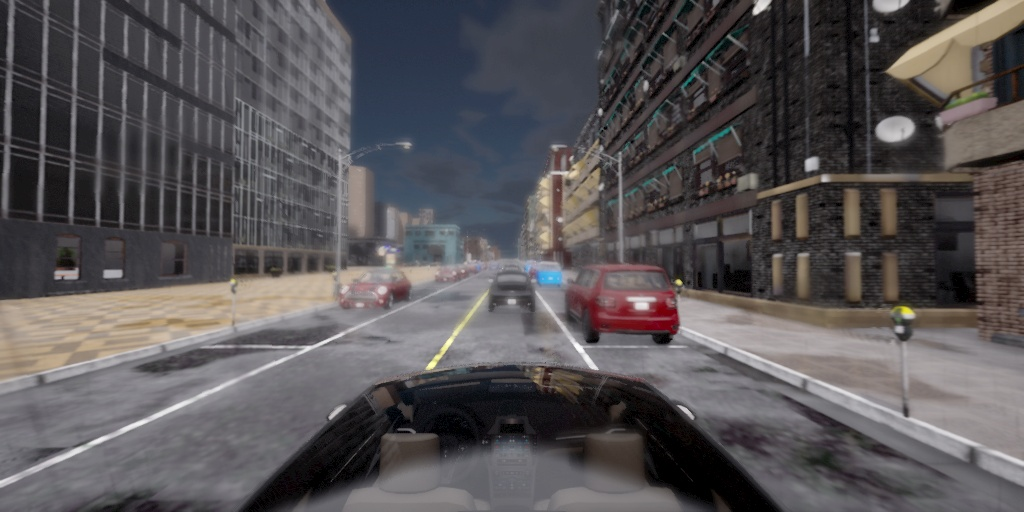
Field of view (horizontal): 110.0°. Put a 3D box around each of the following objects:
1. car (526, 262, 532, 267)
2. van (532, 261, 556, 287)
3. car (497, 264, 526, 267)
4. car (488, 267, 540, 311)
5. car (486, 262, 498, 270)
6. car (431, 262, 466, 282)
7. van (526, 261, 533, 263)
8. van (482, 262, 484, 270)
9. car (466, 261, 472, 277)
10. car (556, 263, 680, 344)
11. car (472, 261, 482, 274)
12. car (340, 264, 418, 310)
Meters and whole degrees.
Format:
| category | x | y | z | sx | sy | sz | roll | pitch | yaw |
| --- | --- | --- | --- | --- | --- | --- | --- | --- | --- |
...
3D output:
| category | x | y | z | sx | sy | sz | roll | pitch | yaw |
| --- | --- | --- | --- | --- | --- | --- | --- | --- | --- |
| car | 2.669 | 1.661 | 38.048 | 1.888 | 1.381 | 4.507 | 0 | 0 | 0 |
| van | 2.676 | 1.347 | 26.754 | 1.690 | 1.789 | 3.998 | 0 | 0 | 0 |
| car | 0.005 | 1.548 | 30.330 | 1.837 | 1.490 | 4.892 | 0 | 0 | 1 |
| car | 0.015 | 1.398 | 15.330 | 1.837 | 1.490 | 4.892 | 0 | 0 | 0 |
| car | -3.084 | 1.875 | 63.459 | 1.812 | 1.442 | 4.674 | 0 | -1 | 1 |
| car | -5.681 | 1.500 | 32.364 | 1.967 | 1.591 | 4.097 | 0 | 0 | 0 |
| van | 2.662 | 1.563 | 49.340 | 1.690 | 1.789 | 3.998 | 0 | 0 | 0 |
| van | -5.690 | 1.614 | 54.947 | 1.690 | 1.789 | 3.998 | 0 | 0 | 0 |
| car | -5.679 | 1.555 | 38.010 | 1.967 | 1.591 | 4.097 | 0 | 0 | 0 |
| car | 2.687 | 1.149 | 9.816 | 2.192 | 1.841 | 5.009 | 0 | 0 | 0 |
| car | -5.686 | 1.766 | 49.301 | 1.888 | 1.381 | 4.507 | 0 | 0 | 0 |
| car | -5.701 | 1.331 | 15.427 | 1.967 | 1.591 | 4.097 | 0 | 0 | 0 |
